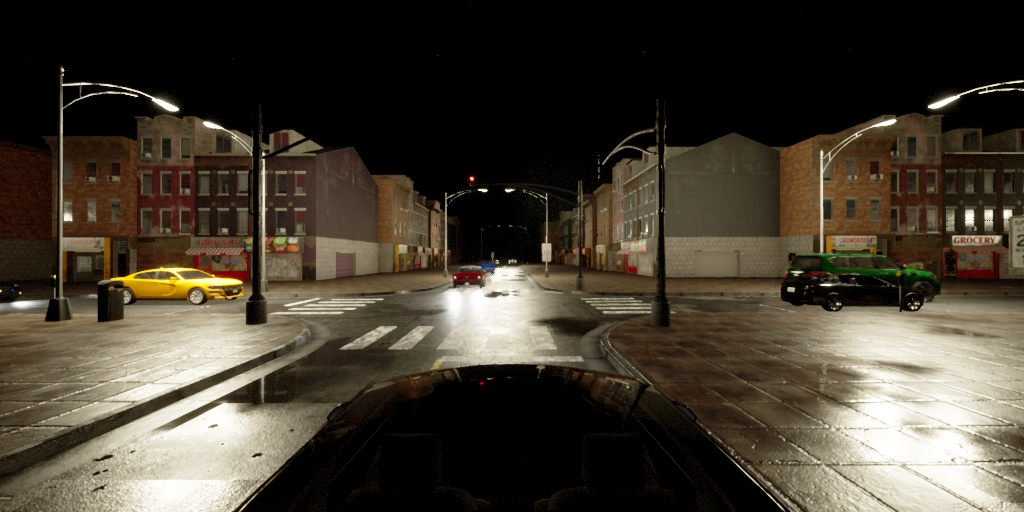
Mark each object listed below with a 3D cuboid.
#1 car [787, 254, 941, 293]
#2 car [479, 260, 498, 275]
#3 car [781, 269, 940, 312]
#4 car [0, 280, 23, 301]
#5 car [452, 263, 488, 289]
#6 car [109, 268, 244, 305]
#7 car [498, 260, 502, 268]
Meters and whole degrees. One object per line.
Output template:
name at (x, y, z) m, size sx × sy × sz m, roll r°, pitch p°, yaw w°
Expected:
car at (15.070, 0.922, 15.654) m, size 5.566 × 2.045 × 2.150 m, roll 0°, pitch 0°, yaw -1°
car at (-2.834, 1.246, 39.163) m, size 1.882 × 1.535 × 5.008 m, roll 0°, pitch 0°, yaw 0°
car at (12.358, 1.266, 13.195) m, size 4.313 × 1.339 × 1.948 m, roll 0°, pitch 0°, yaw 0°
car at (-24.592, 1.391, 15.776) m, size 4.181 × 1.385 × 1.994 m, roll 0°, pitch 0°, yaw 0°
car at (-2.764, 1.358, 23.637) m, size 1.895 × 1.301 × 4.718 m, roll 0°, pitch 0°, yaw -2°
car at (-14.588, 1.270, 15.747) m, size 5.008 × 1.535 × 1.882 m, roll 0°, pitch 0°, yaw 2°
car at (-2.745, 1.355, 60.885) m, size 1.994 × 1.385 × 4.181 m, roll 0°, pitch 0°, yaw 0°
